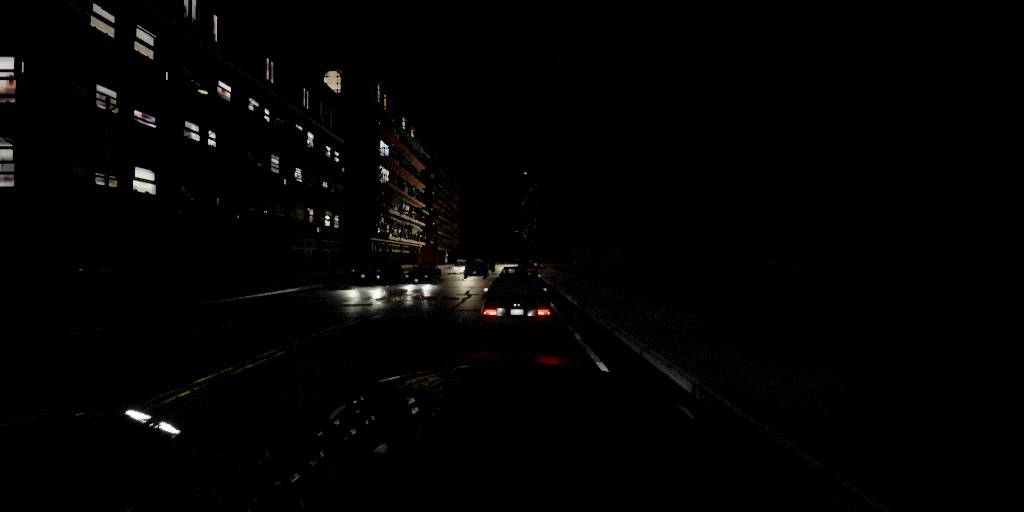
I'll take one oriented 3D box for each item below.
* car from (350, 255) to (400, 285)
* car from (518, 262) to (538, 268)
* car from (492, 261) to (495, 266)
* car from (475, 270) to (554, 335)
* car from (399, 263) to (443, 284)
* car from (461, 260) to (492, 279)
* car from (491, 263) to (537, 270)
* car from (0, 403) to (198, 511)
[{"bbox_3d":[-9.836,0.975,26.438,2.150,2.045,5.566,0,0,0],"label":"car"},{"bbox_3d":[1.154,1.259,30.634,1.837,1.490,4.892,0,0,0],"label":"car"},{"bbox_3d":[-3.123,1.258,45.785,1.837,1.490,4.892,0,0,0],"label":"car"},{"bbox_3d":[0.107,1.299,10.505,2.033,1.411,5.357,0,0,0],"label":"car"},{"bbox_3d":[-6.585,1.301,27.321,2.033,1.411,5.357,0,0,0],"label":"car"},{"bbox_3d":[-3.132,1.232,32.335,1.882,1.535,5.008,0,0,0],"label":"car"},{"bbox_3d":[0.110,1.301,20.867,2.033,1.411,5.357,0,0,0],"label":"car"},{"bbox_3d":[-3.152,1.103,0.485,2.097,1.767,4.553,0,0,0],"label":"car"}]
